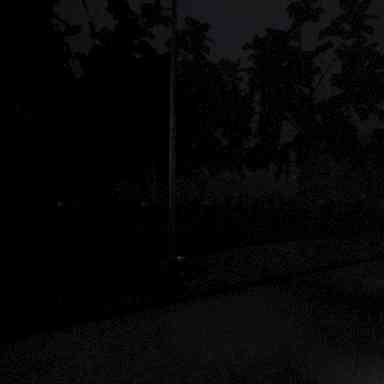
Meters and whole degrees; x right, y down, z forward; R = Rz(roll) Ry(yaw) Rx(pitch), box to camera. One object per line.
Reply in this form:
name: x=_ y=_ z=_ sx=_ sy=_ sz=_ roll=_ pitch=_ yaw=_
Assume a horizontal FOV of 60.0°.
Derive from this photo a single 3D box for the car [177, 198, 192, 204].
car: x=-1.209 y=1.862 z=60.014 sx=2.128 sy=1.511 sz=4.902 roll=1 pitch=-1 yaw=-35
